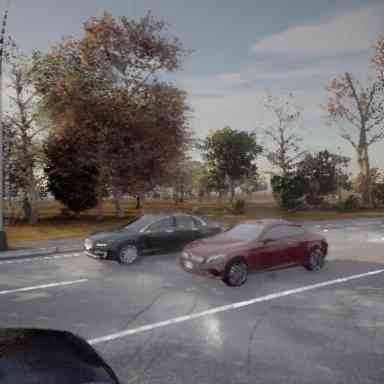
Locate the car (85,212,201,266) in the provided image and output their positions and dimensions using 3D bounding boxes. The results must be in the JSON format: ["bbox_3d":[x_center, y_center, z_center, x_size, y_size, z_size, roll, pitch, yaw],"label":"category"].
[{"bbox_3d":[-1.149,1.470,11.508,4.892,1.490,1.837,0,0,-33],"label":"car"}]

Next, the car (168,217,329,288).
[{"bbox_3d":[1.887,1.501,9.303,4.674,1.442,1.812,0,0,-33],"label":"car"}]

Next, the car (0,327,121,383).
[{"bbox_3d":[-2.426,1.555,1.880,4.181,1.385,1.994,0,0,-36],"label":"car"}]
